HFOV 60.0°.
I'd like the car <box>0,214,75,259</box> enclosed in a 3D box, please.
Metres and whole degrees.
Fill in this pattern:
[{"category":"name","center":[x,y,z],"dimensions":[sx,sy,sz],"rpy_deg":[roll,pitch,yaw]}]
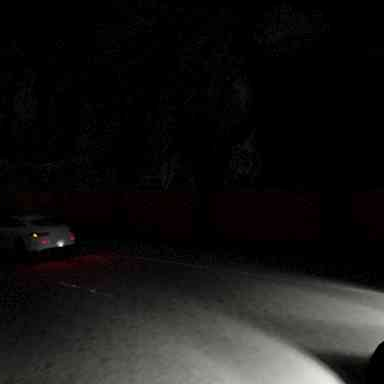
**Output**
[{"category":"car","center":[-6.448,1.584,12.884],"dimensions":[4.674,1.442,1.812],"rpy_deg":[0,0,35]}]

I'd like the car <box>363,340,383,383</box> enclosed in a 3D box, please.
[{"category":"car","center":[3.145,1.557,1.769],"dimensions":[4.181,1.385,1.994],"rpy_deg":[0,0,35]}]
